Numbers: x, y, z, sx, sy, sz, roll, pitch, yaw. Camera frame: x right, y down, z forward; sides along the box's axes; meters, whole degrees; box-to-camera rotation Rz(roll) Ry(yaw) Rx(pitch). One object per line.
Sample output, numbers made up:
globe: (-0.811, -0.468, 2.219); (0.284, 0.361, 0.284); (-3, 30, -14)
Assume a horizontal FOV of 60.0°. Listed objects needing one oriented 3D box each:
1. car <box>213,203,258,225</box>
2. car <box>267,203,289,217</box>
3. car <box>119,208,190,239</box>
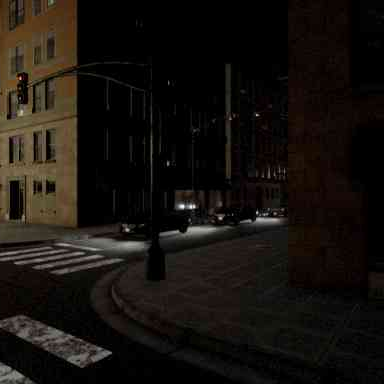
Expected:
car: (3.453, 1.627, 25.748); (2.128, 1.511, 4.902); (0, 0, 35)
car: (9.356, 1.791, 34.011); (1.895, 1.301, 4.718); (0, 0, 36)
car: (-1.878, 1.610, 18.276); (1.812, 1.442, 4.674); (0, 0, 34)
